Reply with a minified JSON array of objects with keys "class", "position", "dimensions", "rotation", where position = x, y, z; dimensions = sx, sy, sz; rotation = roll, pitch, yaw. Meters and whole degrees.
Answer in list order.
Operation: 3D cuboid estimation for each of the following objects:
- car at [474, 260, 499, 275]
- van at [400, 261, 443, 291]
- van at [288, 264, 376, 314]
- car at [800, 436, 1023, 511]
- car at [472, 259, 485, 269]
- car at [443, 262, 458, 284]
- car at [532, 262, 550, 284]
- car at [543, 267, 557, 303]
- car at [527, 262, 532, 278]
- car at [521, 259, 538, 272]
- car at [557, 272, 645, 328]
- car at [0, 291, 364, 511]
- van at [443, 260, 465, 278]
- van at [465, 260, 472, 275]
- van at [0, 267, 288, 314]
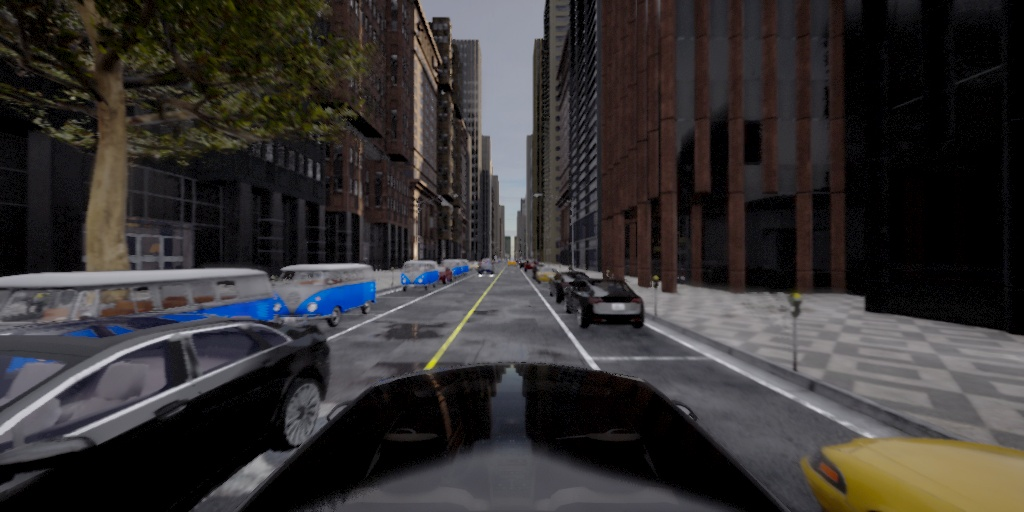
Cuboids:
[{"class":"car","position":[-3.076,1.518,43.941],"dimensions":[2.033,1.411,5.357],"rotation":[0,0,0]},{"class":"van","position":[-5.756,1.198,22.633],"dimensions":[1.690,1.789,3.998],"rotation":[0,0,0]},{"class":"van","position":[-5.760,1.140,11.397],"dimensions":[1.690,1.789,3.998],"rotation":[0,0,0]},{"class":"car","position":[2.762,1.268,0.333],"dimensions":[1.751,1.417,4.829],"rotation":[0,0,0]},{"class":"car","position":[-5.746,1.566,56.172],"dimensions":[1.751,1.417,4.829],"rotation":[0,0,0]},{"class":"car","position":[-5.754,1.432,28.251],"dimensions":[1.888,1.381,4.507],"rotation":[0,0,0]},{"class":"car","position":[2.771,1.412,28.427],"dimensions":[1.751,1.417,4.829],"rotation":[0,0,0]},{"class":"car","position":[2.767,1.394,17.019],"dimensions":[1.948,1.339,4.313],"rotation":[0,0,0]},{"class":"car","position":[2.772,1.482,33.875],"dimensions":[1.948,1.339,4.313],"rotation":[0,0,0]},{"class":"car","position":[2.778,1.323,50.732],"dimensions":[2.192,1.841,5.009],"rotation":[0,0,0]},{"class":"car","position":[2.765,1.365,11.401],"dimensions":[1.948,1.339,4.313],"rotation":[0,0,0]},{"class":"car","position":[-3.100,1.245,2.384],"dimensions":[2.128,1.511,4.902],"rotation":[0,0,0]},{"class":"van","position":[-5.753,1.257,33.869],"dimensions":[1.690,1.789,3.998],"rotation":[0,0,0]},{"class":"van","position":[-5.751,1.287,39.488],"dimensions":[1.690,1.789,3.998],"rotation":[0,0,0]},{"class":"van","position":[-5.761,1.111,5.778],"dimensions":[1.690,1.789,3.998],"rotation":[0,0,0]}]
